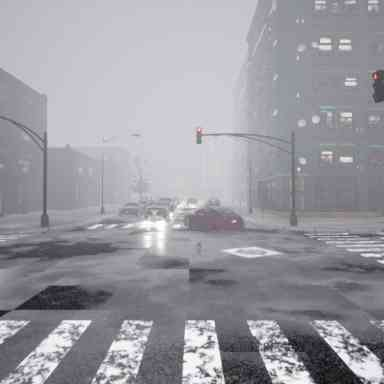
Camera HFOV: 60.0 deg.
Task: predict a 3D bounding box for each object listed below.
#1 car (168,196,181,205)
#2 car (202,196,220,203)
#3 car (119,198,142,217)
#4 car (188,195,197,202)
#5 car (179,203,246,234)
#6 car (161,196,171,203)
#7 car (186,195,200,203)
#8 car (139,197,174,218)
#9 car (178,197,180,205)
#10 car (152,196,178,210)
[{"bbox_3d":[-3.042,1.492,58.345,1.882,1.535,5.008,0,0,1],"label":"car"},{"bbox_3d":[2.714,1.450,43.185,1.967,1.590,4.097,1,0,0],"label":"car"},{"bbox_3d":[-5.747,1.552,31.757,1.887,1.381,4.507,1,0,0],"label":"car"},{"bbox_3d":[0.013,1.374,69.852,1.812,1.442,4.674,0,0,0],"label":"car"},{"bbox_3d":[1.248,1.569,19.732,1.994,1.385,4.181,0,0,-32],"label":"car"},{"bbox_3d":[-5.664,1.600,71.559,1.802,1.307,4.206,1,0,0],"label":"car"},{"bbox_3d":[0.011,1.492,59.426,1.882,1.535,5.008,0,0,0],"label":"car"},{"bbox_3d":[-3.092,1.499,29.905,2.128,1.511,4.902,0,0,0],"label":"car"},{"bbox_3d":[-3.083,1.537,47.919,1.812,1.442,4.674,0,0,0],"label":"car"},{"bbox_3d":[-3.089,1.361,38.924,2.097,1.767,4.553,0,0,0],"label":"car"}]
